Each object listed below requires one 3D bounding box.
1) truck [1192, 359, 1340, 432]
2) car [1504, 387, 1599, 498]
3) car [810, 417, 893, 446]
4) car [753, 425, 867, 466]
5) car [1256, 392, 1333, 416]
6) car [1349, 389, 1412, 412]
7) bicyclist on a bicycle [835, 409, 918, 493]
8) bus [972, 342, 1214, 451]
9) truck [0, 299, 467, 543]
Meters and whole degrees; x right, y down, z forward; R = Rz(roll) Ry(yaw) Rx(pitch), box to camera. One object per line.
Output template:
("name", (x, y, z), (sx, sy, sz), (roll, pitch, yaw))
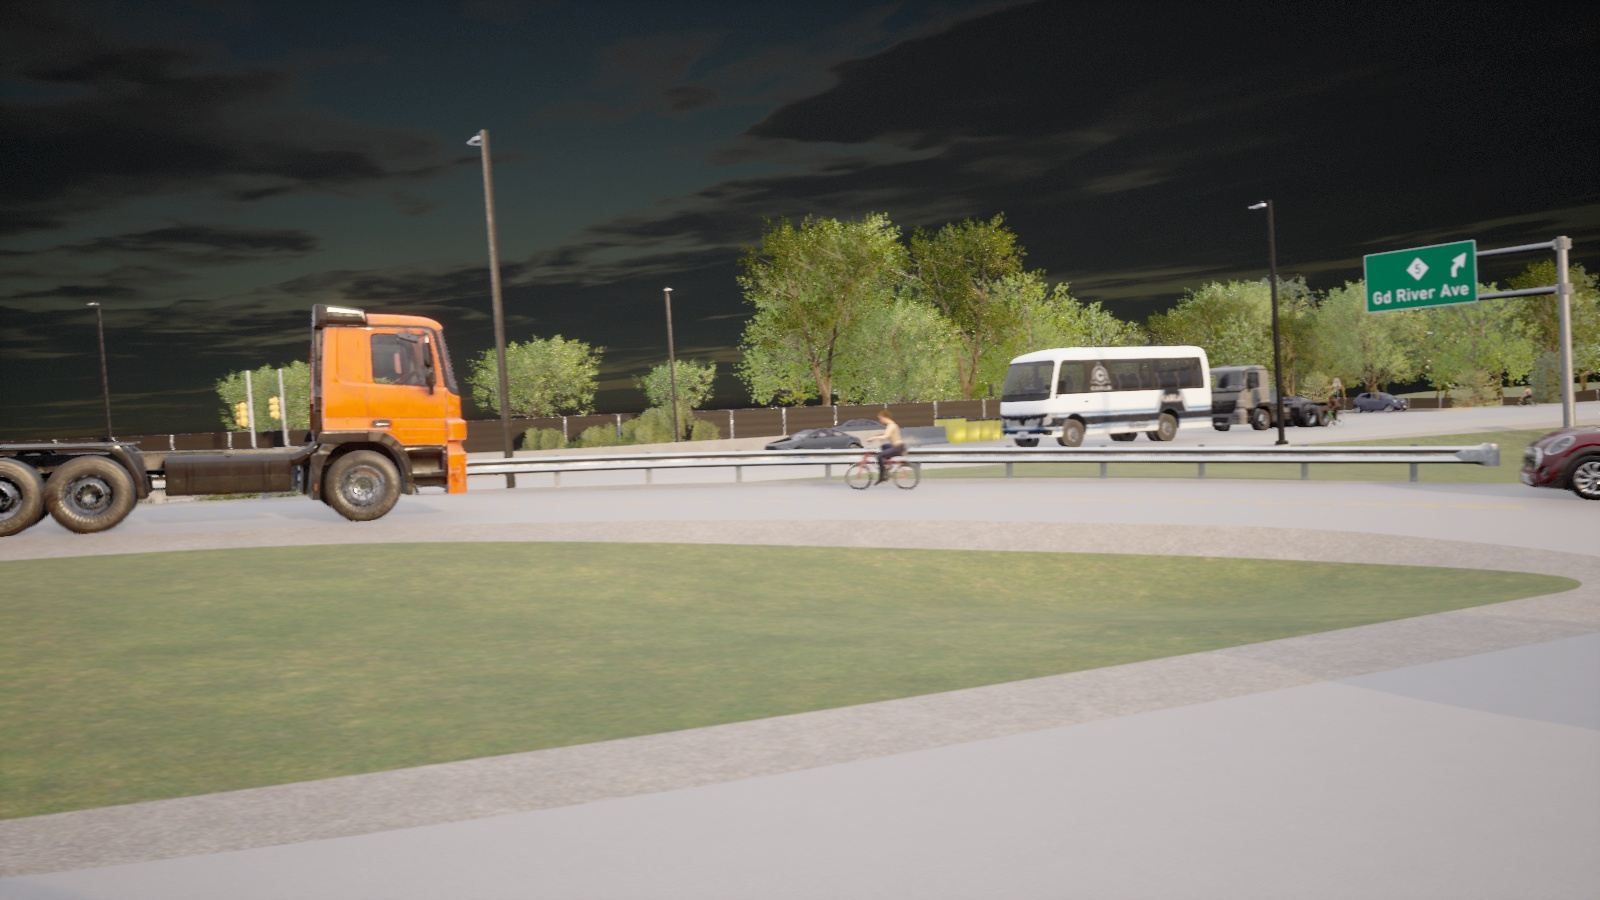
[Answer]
("truck", (24.559, -2.904, 66.047), (7.936, 3.462, 2.891), (-4, 2, -32))
("car", (14.522, -0.158, 20.973), (4.553, 1.767, 2.097), (0, 4, 21))
("car", (2.806, -1.006, 68.589), (4.181, 1.385, 1.994), (-3, 2, -10))
("car", (0.422, -0.185, 51.076), (4.181, 1.385, 1.994), (-4, 2, -32))
("car", (36.131, -3.344, 91.889), (2.128, 1.511, 4.902), (-5, 2, -32))
("car", (41.527, -3.524, 89.901), (1.845, 1.501, 3.633), (-4, 2, -32))
("bicyclist on a bicycle", (1.534, 0.007, 25.113), (1.509, 1.612, 0.866), (-1, 3, 12))
("bus", (12.861, -2.372, 54.677), (10.273, 4.253, 3.944), (-4, 2, -32))
("truck", (-9.712, -0.500, 20.188), (7.936, 3.462, 2.891), (-2, 2, -25))
